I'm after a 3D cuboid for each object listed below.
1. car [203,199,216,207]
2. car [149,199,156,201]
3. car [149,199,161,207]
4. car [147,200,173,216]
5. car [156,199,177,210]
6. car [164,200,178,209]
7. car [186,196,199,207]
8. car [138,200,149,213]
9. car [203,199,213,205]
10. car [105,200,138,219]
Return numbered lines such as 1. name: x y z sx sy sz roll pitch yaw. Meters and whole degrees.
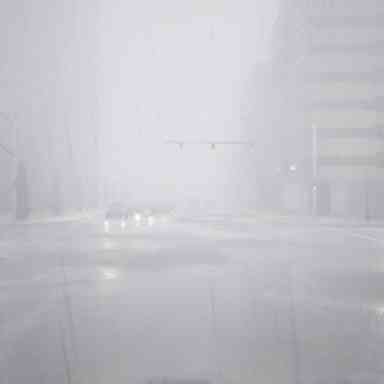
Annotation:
1. car: 3.619 2.183 65.092 1.895 1.301 4.718 0 -1 0
2. car: -7.063 1.945 52.141 1.882 1.535 5.008 0 -1 0
3. car: -6.989 2.089 62.831 1.812 1.442 4.674 0 -1 0
4. car: -3.567 1.938 37.610 1.895 1.301 4.718 0 -1 0
5. car: -3.558 1.898 46.858 1.882 1.535 5.008 0 -1 0
6. car: -3.539 2.073 56.762 1.994 1.385 4.181 0 0 1
7. car: 0.119 1.794 64.143 2.150 2.045 5.566 0 -1 0
8. car: -7.076 1.977 41.933 1.895 1.301 4.718 0 -1 0
9. car: 3.522 2.263 74.654 1.895 1.301 4.718 0 -1 0
10. car: -7.079 1.648 32.944 2.097 1.767 4.553 0 -1 0
